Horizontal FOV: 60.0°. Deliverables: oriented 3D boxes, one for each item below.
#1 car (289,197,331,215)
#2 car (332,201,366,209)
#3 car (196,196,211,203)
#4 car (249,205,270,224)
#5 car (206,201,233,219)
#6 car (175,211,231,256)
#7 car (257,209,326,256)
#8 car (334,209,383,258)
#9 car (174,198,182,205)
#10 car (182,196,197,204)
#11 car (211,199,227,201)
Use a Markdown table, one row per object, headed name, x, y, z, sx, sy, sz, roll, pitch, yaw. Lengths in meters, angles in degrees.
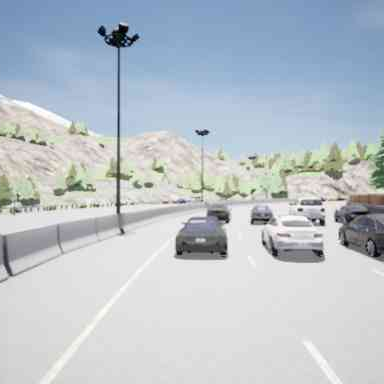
| name | x | y | z | sx | sy | sz | roll | pitch | yaw |
| --- | --- | --- | --- | --- | --- | --- | --- | --- | --- |
| car | 9.150 | 1.476 | 26.707 | 2.150 | 2.045 | 5.566 | 0 | 0 | 10 |
| car | 12.660 | 1.767 | 26.405 | 1.837 | 1.490 | 4.892 | 0 | 0 | 10 |
| car | 3.460 | 2.196 | 76.229 | 1.882 | 1.535 | 5.008 | 0 | -1 | 26 |
| car | 5.697 | 1.809 | 27.282 | 2.033 | 1.411 | 5.357 | 0 | -1 | 10 |
| car | 2.314 | 1.776 | 28.196 | 1.837 | 1.490 | 4.892 | 0 | 0 | 10 |
| car | 0.472 | 1.695 | 13.770 | 1.994 | 1.385 | 4.181 | 0 | 0 | 5 |
| car | 3.973 | 1.658 | 13.614 | 1.812 | 1.442 | 4.674 | 0 | 0 | 5 |
| car | 7.453 | 1.639 | 13.250 | 1.837 | 1.490 | 4.892 | 0 | 0 | 5 |
| car | -2.683 | 2.266 | 79.590 | 1.812 | 1.442 | 4.674 | 0 | -1 | 26 |
| car | 0.376 | 1.955 | 77.885 | 2.150 | 2.045 | 5.566 | 0 | -1 | 26 |
| car | 6.531 | 2.231 | 74.548 | 1.812 | 1.442 | 4.674 | 0 | -1 | 26 |
